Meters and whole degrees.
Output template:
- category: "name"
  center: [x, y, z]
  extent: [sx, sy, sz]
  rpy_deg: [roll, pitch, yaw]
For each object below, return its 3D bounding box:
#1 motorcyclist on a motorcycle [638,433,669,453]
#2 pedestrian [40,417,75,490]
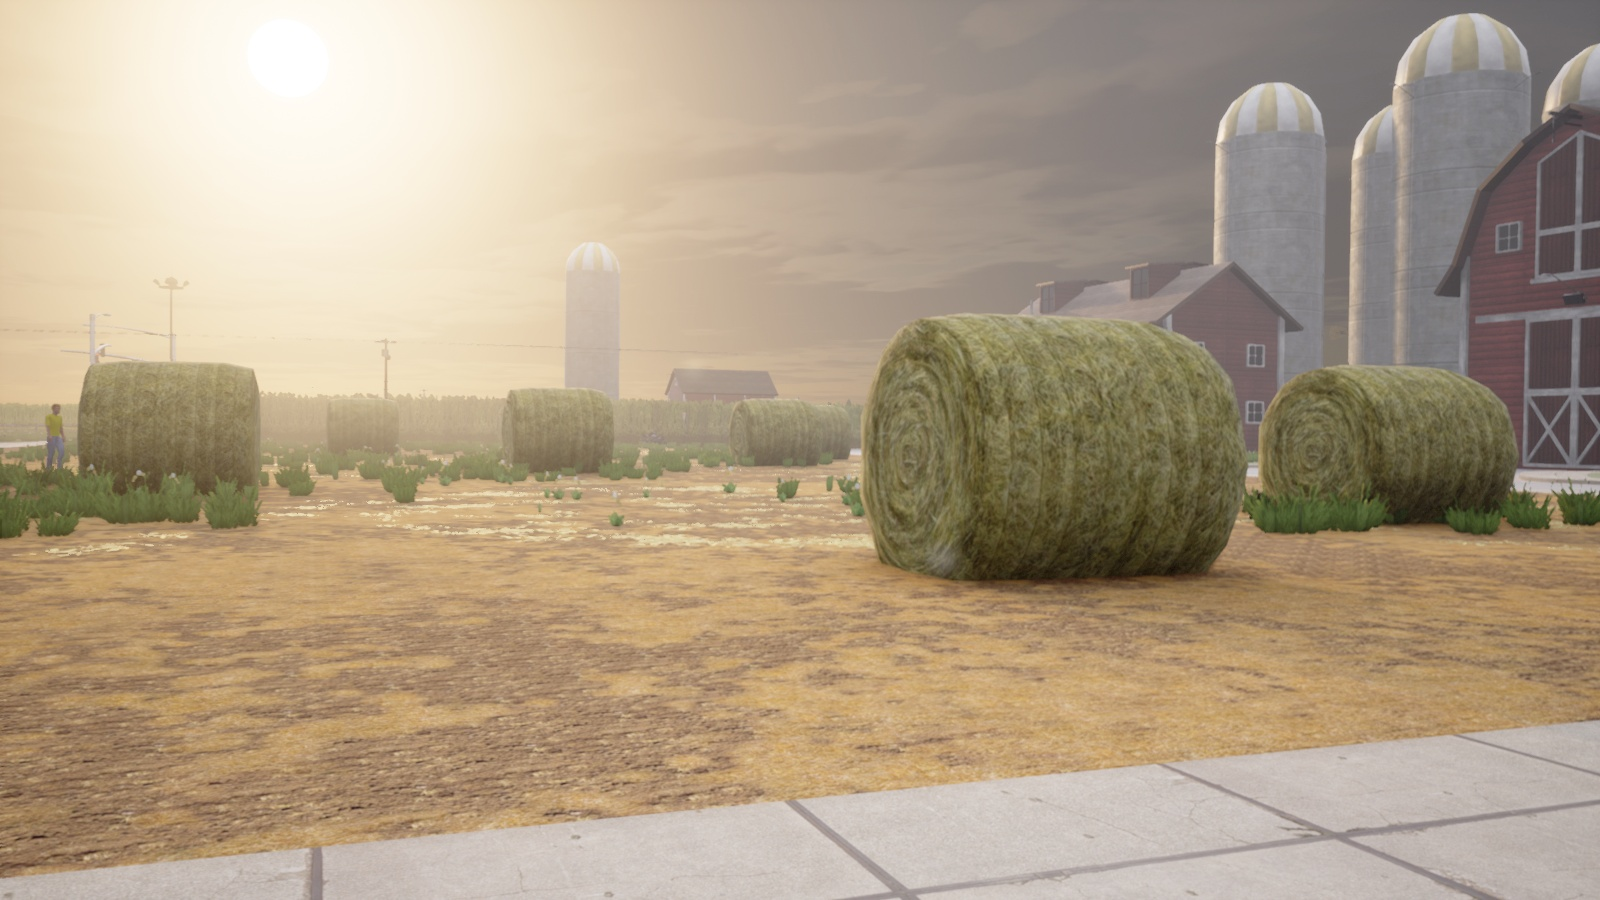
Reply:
- category: "motorcyclist on a motorcycle"
  center: [-11.117, -0.545, 95.540]
  extent: [2.191, 1.530, 0.866]
  rpy_deg: [-1, 1, -21]
- category: "pedestrian"
  center: [-19.008, 0.091, 32.139]
  extent: [0.706, 1.836, 0.354]
  rpy_deg: [0, 1, 17]
